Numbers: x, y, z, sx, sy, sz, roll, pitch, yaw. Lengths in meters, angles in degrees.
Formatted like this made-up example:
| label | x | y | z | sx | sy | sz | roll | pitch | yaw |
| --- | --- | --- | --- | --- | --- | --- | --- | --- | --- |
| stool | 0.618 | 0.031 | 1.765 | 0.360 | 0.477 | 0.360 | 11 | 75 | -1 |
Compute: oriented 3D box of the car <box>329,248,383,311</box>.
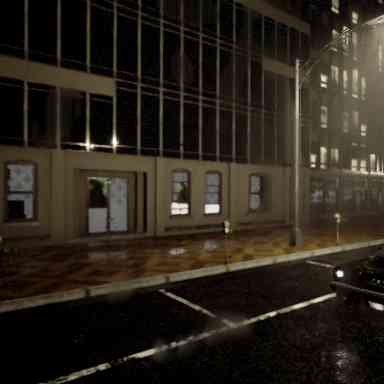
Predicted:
| label | x | y | z | sx | sy | sz | roll | pitch | yaw |
| --- | --- | --- | --- | --- | --- | --- | --- | --- | --- |
| car | 4.928 | 1.622 | 6.876 | 4.718 | 1.301 | 1.895 | 0 | 0 | -35 |
